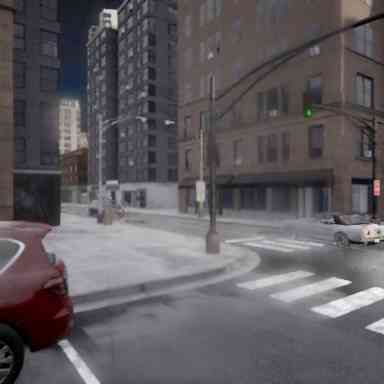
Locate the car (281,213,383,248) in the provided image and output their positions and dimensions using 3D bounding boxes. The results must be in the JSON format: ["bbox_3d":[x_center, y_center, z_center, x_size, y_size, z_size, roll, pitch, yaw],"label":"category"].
[{"bbox_3d":[6.165,1.591,14.799,1.895,1.301,4.718,0,0,-25],"label":"car"}]

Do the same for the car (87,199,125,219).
[{"bbox_3d":[-7.789,1.438,30.041,2.097,1.767,4.553,0,0,-35],"label":"car"}]

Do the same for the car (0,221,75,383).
[{"bbox_3d":[-3.840,1.319,3.470,5.009,1.841,2.192,0,0,-35],"label":"car"}]
